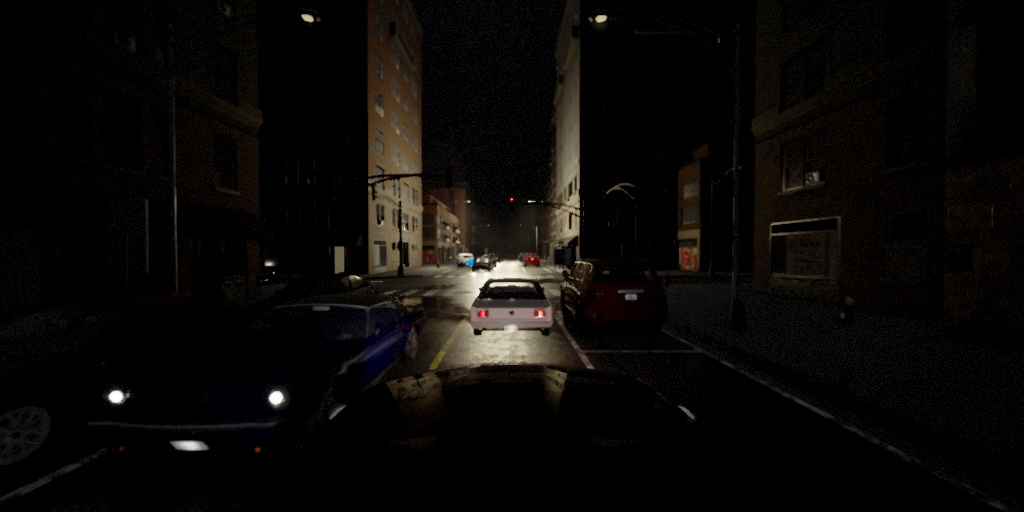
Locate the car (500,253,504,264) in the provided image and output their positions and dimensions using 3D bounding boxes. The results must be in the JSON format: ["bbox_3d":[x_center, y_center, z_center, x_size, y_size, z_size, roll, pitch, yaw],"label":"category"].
[{"bbox_3d":[-2.910,0.585,61.199,1.994,1.385,4.181,0,1,0],"label":"car"}]

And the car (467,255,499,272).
[{"bbox_3d":[-2.905,0.864,37.165,2.033,1.411,5.357,0,1,4],"label":"car"}]

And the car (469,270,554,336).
[{"bbox_3d":[-0.008,1.250,9.985,1.895,1.301,4.718,0,1,0],"label":"car"}]

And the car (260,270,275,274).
[{"bbox_3d":[-17.313,1.173,22.113,4.718,1.301,1.895,0,1,0],"label":"car"}]

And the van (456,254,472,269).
[{"bbox_3d":[-5.504,0.595,42.233,1.690,1.789,3.998,0,0,0],"label":"van"}]

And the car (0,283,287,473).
[{"bbox_3d":[-5.394,1.259,4.762,1.888,1.381,4.507,0,0,0],"label":"car"}]

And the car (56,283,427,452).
[{"bbox_3d":[-2.760,1.308,5.312,1.895,1.301,4.718,0,1,1],"label":"car"}]

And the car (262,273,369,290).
[{"bbox_3d":[-5.407,1.212,10.272,1.948,1.339,4.313,0,0,0],"label":"car"}]

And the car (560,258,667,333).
[{"bbox_3d":[2.618,0.960,10.291,2.192,1.841,5.009,0,0,0],"label":"car"}]

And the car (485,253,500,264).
[{"bbox_3d":[-2.943,0.697,47.246,1.837,1.490,4.892,0,1,0],"label":"car"}]

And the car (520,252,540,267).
[{"bbox_3d":[2.596,0.502,47.660,2.192,1.841,5.009,0,0,0],"label":"car"}]
